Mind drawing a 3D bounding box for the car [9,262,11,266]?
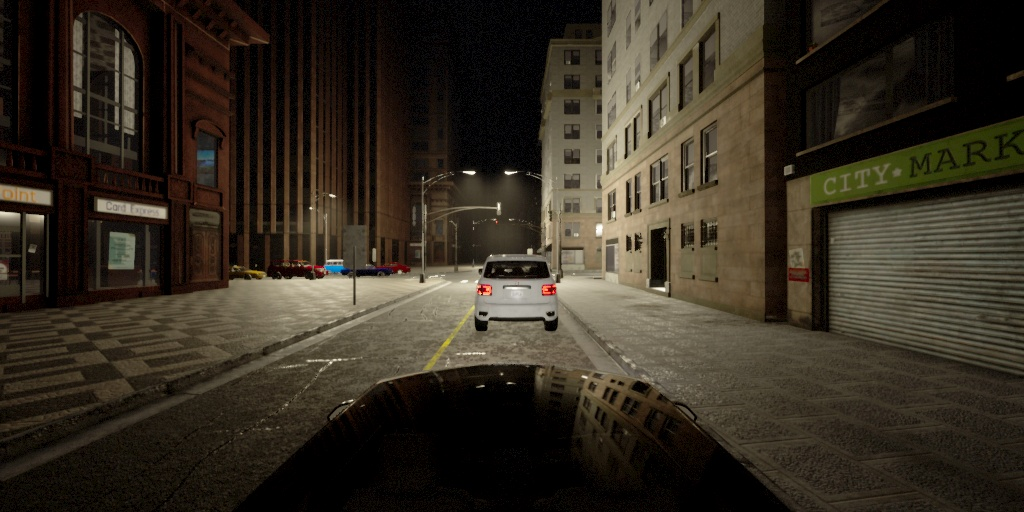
[{"bbox_3d":[-49.700,1.595,35.580,5.566,2.045,2.150,-1,0,0],"label":"car"}]

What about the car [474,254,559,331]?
[{"bbox_3d":[0.104,0.973,11.090,2.150,2.045,5.566,0,0,0],"label":"car"}]

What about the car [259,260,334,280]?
[{"bbox_3d":[-19.609,1.272,32.785,5.009,1.841,2.192,0,0,0],"label":"car"}]

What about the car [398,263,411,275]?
[{"bbox_3d":[-13.960,1.475,41.288,4.507,1.381,1.888,0,0,0],"label":"car"}]

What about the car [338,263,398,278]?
[{"bbox_3d":[-14.131,1.505,35.335,4.718,1.301,1.895,-1,0,0],"label":"car"}]

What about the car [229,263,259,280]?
[{"bbox_3d":[-25.063,1.551,32.807,4.829,1.417,1.751,0,0,0],"label":"car"}]

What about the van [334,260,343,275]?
[{"bbox_3d":[-19.584,1.339,41.311,3.998,1.789,1.690,0,0,0],"label":"van"}]

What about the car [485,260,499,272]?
[{"bbox_3d":[-2.786,1.273,48.553,1.812,1.442,4.674,0,0,-5],"label":"car"}]

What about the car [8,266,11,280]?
[{"bbox_3d":[-47.730,1.848,32.898,4.403,1.370,2.007,0,0,0],"label":"car"}]

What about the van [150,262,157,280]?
[{"bbox_3d":[-30.857,1.434,32.831,3.998,1.789,1.690,0,0,0],"label":"van"}]
